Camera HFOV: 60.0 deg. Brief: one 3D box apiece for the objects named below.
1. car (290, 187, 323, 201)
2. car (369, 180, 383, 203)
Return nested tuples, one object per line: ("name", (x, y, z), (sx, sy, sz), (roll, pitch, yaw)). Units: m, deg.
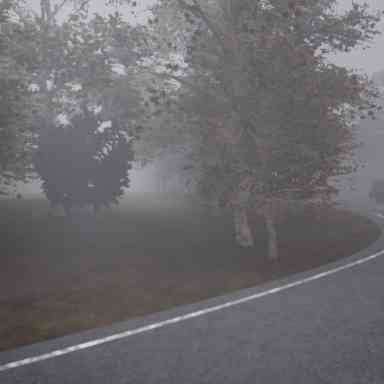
("car", (13.005, 0.231, 38.904), (1.994, 1.385, 4.181), (-4, 3, -19))
("car", (19.174, -0.109, 30.134), (5.566, 2.045, 2.150), (-1, 3, 41))
